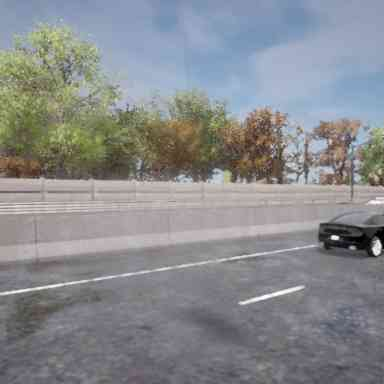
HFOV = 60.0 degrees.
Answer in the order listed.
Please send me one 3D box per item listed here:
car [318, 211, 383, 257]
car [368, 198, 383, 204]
[{"bbox_3d":[7.049,1.496,13.110,5.008,1.535,1.882,1,-1,-35],"label":"car"},{"bbox_3d":[28.151,1.637,49.801,4.674,1.442,1.812,0,0,-35],"label":"car"}]
